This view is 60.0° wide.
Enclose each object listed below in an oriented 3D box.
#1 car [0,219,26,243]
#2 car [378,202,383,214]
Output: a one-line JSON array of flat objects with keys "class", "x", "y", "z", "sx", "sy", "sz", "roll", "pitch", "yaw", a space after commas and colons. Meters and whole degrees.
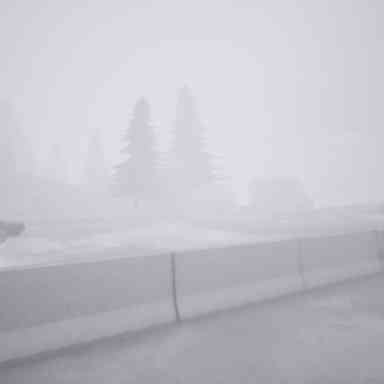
[{"class": "car", "x": -9.797, "y": 1.541, "z": 14.103, "sx": 4.718, "sy": 1.301, "sz": 1.895, "roll": 0, "pitch": 0, "yaw": -35}, {"class": "car", "x": 22.490, "y": 1.335, "z": 35.416, "sx": 5.566, "sy": 2.045, "sz": 2.150, "roll": 0, "pitch": 0, "yaw": -21}]
